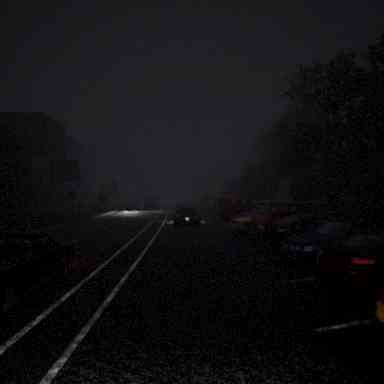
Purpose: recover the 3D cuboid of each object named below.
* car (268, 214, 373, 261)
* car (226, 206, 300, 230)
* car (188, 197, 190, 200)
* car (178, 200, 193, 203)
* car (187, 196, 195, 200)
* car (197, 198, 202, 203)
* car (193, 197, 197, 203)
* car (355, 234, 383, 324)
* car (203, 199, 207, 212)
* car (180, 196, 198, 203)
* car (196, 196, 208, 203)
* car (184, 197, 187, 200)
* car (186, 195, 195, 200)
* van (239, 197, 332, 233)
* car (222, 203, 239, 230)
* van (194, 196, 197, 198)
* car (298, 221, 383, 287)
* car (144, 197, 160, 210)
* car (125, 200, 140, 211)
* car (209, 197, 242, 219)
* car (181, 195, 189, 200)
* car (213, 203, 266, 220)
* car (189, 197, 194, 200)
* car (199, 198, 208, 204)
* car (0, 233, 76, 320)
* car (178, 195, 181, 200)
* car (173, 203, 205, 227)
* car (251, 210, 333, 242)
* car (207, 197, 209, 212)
[{"bbox_3d":[5.182,1.631,11.136,4.674,1.452,2.002,0,0,-21],"label":"car"},{"bbox_3d":[4.912,1.735,22.997,4.674,1.452,2.002,1,0,-22],"label":"car"},{"bbox_3d":[2.375,2.170,64.510,5.008,1.535,2.097,1,-1,-25],"label":"car"},{"bbox_3d":[-1.206,2.012,41.996,1.895,1.301,4.718,0,-1,-3],"label":"car"},{"bbox_3d":[2.281,2.209,67.549,5.366,1.575,1.946,1,-1,-25],"label":"car"},{"bbox_3d":[3.745,1.946,46.737,5.008,1.535,2.097,1,-1,-24],"label":"car"},{"bbox_3d":[3.351,2.017,52.661,5.008,1.535,2.097,1,-1,-24],"label":"car"},{"bbox_3d":[5.458,1.538,5.284,5.366,1.575,1.946,1,-1,-21],"label":"car"},{"bbox_3d":[4.285,1.846,37.835,4.892,1.521,2.231,1,0,-23],"label":"car"},{"bbox_3d":[-0.810,2.169,94.077,4.553,1.767,2.185,0,1,-28],"label":"car"},{"bbox_3d":[3.522,1.855,49.695,4.553,1.767,2.185,1,-1,-24],"label":"car"},{"bbox_3d":[1.536,2.286,73.382,5.008,1.535,2.097,1,-1,-26],"label":"car"},{"bbox_3d":[1.863,2.123,70.435,4.553,1.767,2.185,1,-1,-26],"label":"car"},{"bbox_3d":[4.977,1.414,17.016,4.442,1.987,1.878,1,0,-22],"label":"van"},{"bbox_3d":[4.830,1.662,19.959,5.366,1.575,1.946,1,0,-22],"label":"car"},{"bbox_3d":[3.228,1.831,55.684,4.442,1.987,1.878,1,-1,-25],"label":"van"},{"bbox_3d":[5.241,1.606,8.189,4.674,1.452,2.002,1,-1,-21],"label":"car"},{"bbox_3d":[-6.155,1.758,51.539,2.150,2.045,5.566,0,-1,-4],"label":"car"},{"bbox_3d":[-8.851,2.009,49.791,2.128,1.511,4.902,0,-1,-4],"label":"car"},{"bbox_3d":[4.722,1.501,28.953,5.566,2.045,2.435,1,-1,-23],"label":"car"},{"bbox_3d":[0.949,2.089,79.315,5.566,2.045,2.435,1,-1,-26],"label":"car"},{"bbox_3d":[4.569,1.822,31.900,4.674,1.452,2.002,1,0,-23],"label":"car"},{"bbox_3d":[2.649,2.132,61.545,5.008,1.535,2.097,1,-1,-25],"label":"car"},{"bbox_3d":[3.909,1.940,43.758,4.792,1.488,2.163,1,-1,-24],"label":"car"},{"bbox_3d":[-4.320,1.680,7.585,1.895,1.301,4.718,0,-1,-1],"label":"car"},{"bbox_3d":[-0.119,2.092,88.144,5.566,2.045,2.435,1,1,-27],"label":"car"},{"bbox_3d":[-0.383,1.791,24.459,1.994,1.385,4.181,0,0,-2],"label":"car"},{"bbox_3d":[5.147,1.656,14.090,4.674,1.452,2.002,1,-1,-21],"label":"car"},{"bbox_3d":[4.396,1.687,34.865,4.553,1.767,2.185,1,-1,-23],"label":"car"}]
